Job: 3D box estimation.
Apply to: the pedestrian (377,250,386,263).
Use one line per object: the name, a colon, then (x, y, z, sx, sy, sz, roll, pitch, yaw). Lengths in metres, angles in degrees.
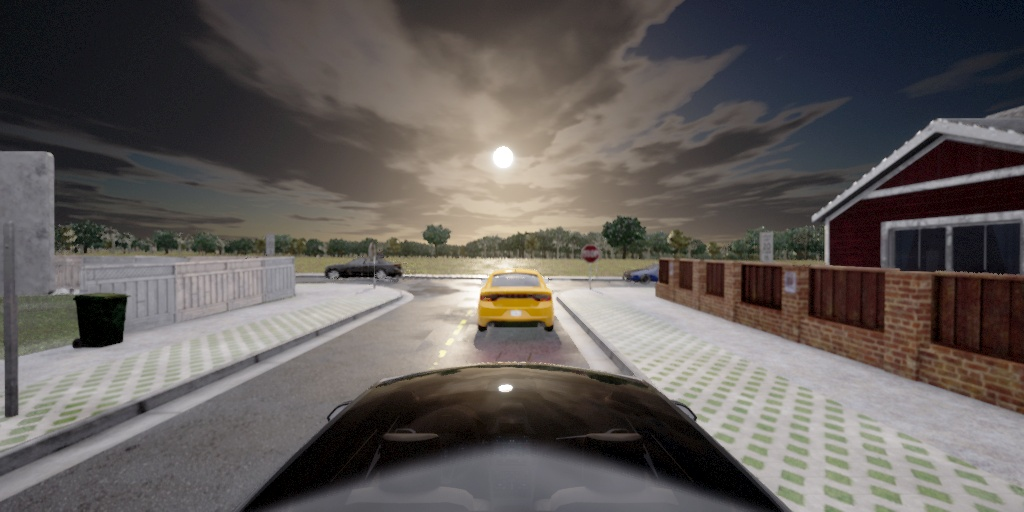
pedestrian: (-9.722, 0.465, 26.619, 0.375, 1.860, 0.375, 0, 0, 0)

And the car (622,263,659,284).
car: (10.196, 1.138, 23.862, 5.357, 1.411, 2.033, 1, 0, 0)

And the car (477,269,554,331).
car: (0.091, 1.104, 10.518, 1.882, 1.535, 5.008, 0, 1, 0)

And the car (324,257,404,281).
car: (-9.846, 0.817, 23.935, 5.008, 1.535, 1.882, 1, 0, 0)
